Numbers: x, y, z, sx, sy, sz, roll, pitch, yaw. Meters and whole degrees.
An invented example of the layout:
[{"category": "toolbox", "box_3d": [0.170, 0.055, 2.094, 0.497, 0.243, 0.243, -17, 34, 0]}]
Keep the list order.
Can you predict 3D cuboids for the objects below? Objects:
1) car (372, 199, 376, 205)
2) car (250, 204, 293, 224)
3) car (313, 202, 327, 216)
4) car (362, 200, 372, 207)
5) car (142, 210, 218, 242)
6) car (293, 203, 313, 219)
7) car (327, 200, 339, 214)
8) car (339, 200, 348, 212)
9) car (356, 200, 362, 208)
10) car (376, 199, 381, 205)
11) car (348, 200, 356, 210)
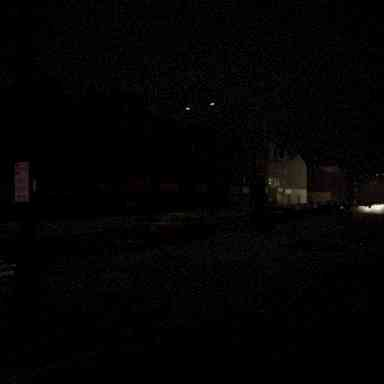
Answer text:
[{"category": "car", "box_3d": [35.238, 2.209, 67.266, 1.887, 1.381, 4.507, -1, -2, 35]}, {"category": "car", "box_3d": [5.987, 1.713, 25.941, 1.947, 1.339, 4.313, -1, -1, 35]}, {"category": "car", "box_3d": [12.488, 1.819, 35.124, 1.802, 1.307, 4.206, -1, -1, 35]}, {"category": "car", "box_3d": [31.989, 2.144, 62.675, 2.008, 1.369, 4.403, -1, -1, 35]}, {"category": "car", "box_3d": [-0.415, 1.597, 16.896, 1.752, 1.417, 4.829, -1, -1, 35]}, {"category": "car", "box_3d": [9.237, 1.741, 30.533, 2.008, 1.369, 4.403, -1, -1, 35]}, {"category": "car", "box_3d": [15.737, 1.832, 39.716, 1.887, 1.381, 4.507, -1, -1, 35]}, {"category": "car", "box_3d": [18.987, 1.782, 44.310, 1.967, 1.590, 4.097, -1, -1, 35]}, {"category": "car", "box_3d": [25.488, 2.011, 53.491, 2.008, 1.369, 4.403, -1, -1, 35]}, {"category": "car", "box_3d": [44.988, 2.458, 81.039, 2.008, 1.369, 4.403, -2, -2, 35]}, {"category": "car", "box_3d": [22.238, 1.950, 48.900, 2.008, 1.369, 4.403, -1, -1, 35]}]
